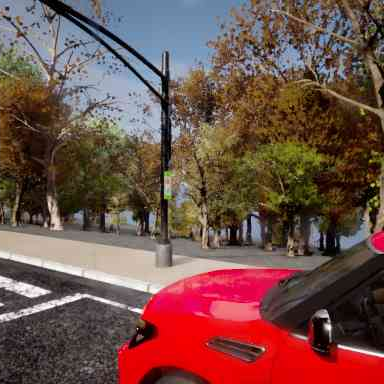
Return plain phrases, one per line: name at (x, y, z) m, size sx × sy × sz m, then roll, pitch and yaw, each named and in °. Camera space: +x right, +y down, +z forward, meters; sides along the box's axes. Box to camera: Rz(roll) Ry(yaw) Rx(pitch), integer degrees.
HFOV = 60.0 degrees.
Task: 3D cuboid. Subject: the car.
car at (2.005, 1.222, 2.283) m, size 5.566 × 2.045 × 2.150 m, roll 0°, pitch 0°, yaw 34°
